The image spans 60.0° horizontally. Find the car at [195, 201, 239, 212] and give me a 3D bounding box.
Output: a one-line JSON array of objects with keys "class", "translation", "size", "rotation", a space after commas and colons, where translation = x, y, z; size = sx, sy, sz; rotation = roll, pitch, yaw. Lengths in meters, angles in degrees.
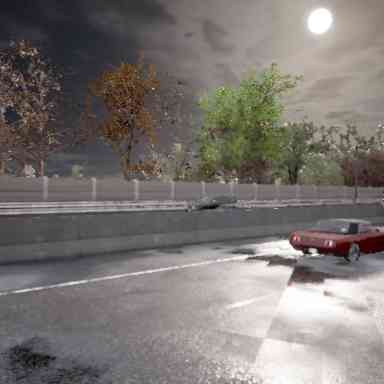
[{"class": "car", "translation": [2.925, 1.674, 27.578], "size": [4.718, 1.301, 1.895], "rotation": [0, 0, -36]}]

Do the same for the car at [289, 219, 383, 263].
[{"class": "car", "translation": [5.772, 1.644, 12.164], "size": [4.718, 1.301, 1.895], "rotation": [0, 0, -36]}]

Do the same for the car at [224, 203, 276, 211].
[{"class": "car", "translation": [4.965, 1.674, 24.734], "size": [4.718, 1.301, 1.895], "rotation": [0, 0, -35]}]

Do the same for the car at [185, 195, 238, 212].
[{"class": "car", "translation": [2.011, 1.302, 31.223], "size": [5.566, 2.045, 2.150], "rotation": [0, 0, -35]}]
